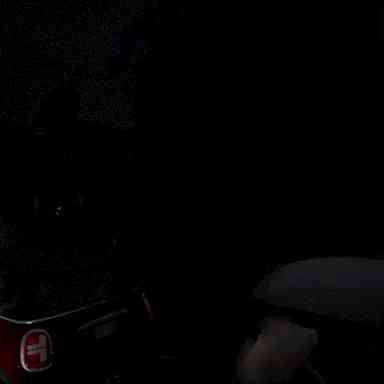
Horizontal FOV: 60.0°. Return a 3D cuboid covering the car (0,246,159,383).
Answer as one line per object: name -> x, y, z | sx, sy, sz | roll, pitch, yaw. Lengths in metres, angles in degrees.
car -> -2.478, 1.474, 4.581 | 4.097, 1.590, 1.967 | -1, -1, 35

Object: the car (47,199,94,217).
car -> -12.135, 1.537, 33.355 | 2.097, 1.767, 4.553 | -1, 0, 35

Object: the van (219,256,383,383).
van -> 1.950, 1.335, 1.428 | 3.998, 1.788, 1.690 | -1, -1, 35
